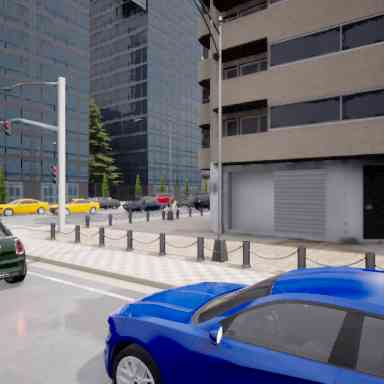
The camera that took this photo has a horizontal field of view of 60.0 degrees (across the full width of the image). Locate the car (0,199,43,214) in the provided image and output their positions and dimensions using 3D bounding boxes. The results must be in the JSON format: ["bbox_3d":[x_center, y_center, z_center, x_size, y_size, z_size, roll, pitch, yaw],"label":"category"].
[{"bbox_3d":[-16.321,1.422,31.915,1.882,1.535,5.008,0,0,36],"label":"car"}]

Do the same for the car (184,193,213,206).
[{"bbox_3d":[1.127,1.166,55.958,2.150,2.045,5.566,0,0,36],"label":"car"}]

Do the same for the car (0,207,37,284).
[{"bbox_3d":[-6.209,1.352,8.413,4.553,1.767,2.097,0,0,36],"label":"car"}]

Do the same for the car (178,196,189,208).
[{"bbox_3d":[-0.288,1.296,48.073,2.097,1.767,4.553,0,0,36],"label":"car"}]

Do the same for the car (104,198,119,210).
[{"bbox_3d":[-10.807,1.436,39.524,2.128,1.511,4.902,0,0,36],"label":"car"}]

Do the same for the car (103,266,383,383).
[{"bbox_3d":[1.287,1.478,3.073,5.008,1.535,1.882,0,0,36],"label":"car"}]

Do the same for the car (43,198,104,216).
[{"bbox_3d":[-11.465,1.422,32.645,1.882,1.535,5.008,0,0,36],"label":"car"}]

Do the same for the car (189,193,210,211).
[{"bbox_3d":[2.430,1.166,39.566,2.150,2.045,5.566,0,0,36],"label":"car"}]

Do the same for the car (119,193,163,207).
[{"bbox_3d":[-6.095,1.296,40.064,2.097,1.767,4.553,0,0,36],"label":"car"}]

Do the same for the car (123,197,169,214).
[{"bbox_3d":[-4.929,1.545,35.366,1.895,1.301,4.718,0,0,36],"label":"car"}]

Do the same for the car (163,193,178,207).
[{"bbox_3d":[-4.896,1.166,47.689,2.150,2.045,5.566,0,0,35],"label":"car"}]
